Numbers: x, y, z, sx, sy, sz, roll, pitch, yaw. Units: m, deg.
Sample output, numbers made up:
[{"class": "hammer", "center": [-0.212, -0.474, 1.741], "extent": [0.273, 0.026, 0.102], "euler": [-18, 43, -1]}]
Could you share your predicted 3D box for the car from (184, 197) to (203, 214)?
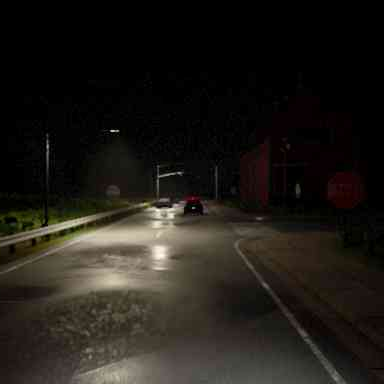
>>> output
[{"class": "car", "center": [0.146, 1.521, 34.599], "extent": [1.994, 1.385, 4.181], "euler": [0, 0, 0]}]

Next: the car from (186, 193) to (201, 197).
[{"class": "car", "center": [0.178, 1.155, 53.145], "extent": [2.150, 2.045, 5.566], "euler": [0, 0, 0]}]

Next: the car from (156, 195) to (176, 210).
[{"class": "car", "center": [-3.522, 1.493, 43.284], "extent": [2.033, 1.411, 5.357], "euler": [0, 0, 0]}]

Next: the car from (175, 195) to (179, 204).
[{"class": "car", "center": [-3.457, 1.278, 59.150], "extent": [2.097, 1.767, 4.553], "euler": [0, 0, 1]}]
